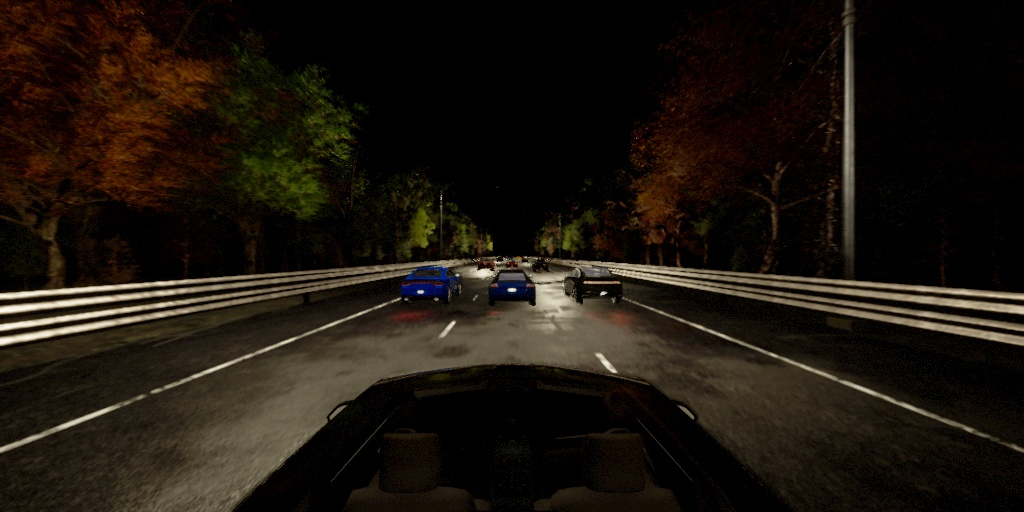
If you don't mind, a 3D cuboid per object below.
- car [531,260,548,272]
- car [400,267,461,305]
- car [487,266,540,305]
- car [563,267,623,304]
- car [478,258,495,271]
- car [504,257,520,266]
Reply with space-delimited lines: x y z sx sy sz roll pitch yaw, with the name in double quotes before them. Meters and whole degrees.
"car" 3.513 1.222 45.238 1.837 1.490 4.892 0 0 0
"car" -3.496 1.223 16.195 1.882 1.535 5.008 0 0 0
"car" 0.004 1.309 16.144 1.994 1.385 4.181 0 0 0
"car" 3.504 1.235 16.180 2.128 1.511 4.902 0 0 0
"car" -3.489 1.064 49.148 2.097 1.767 4.553 0 0 0
"car" 0.014 1.296 61.243 1.895 1.301 4.718 0 0 0
